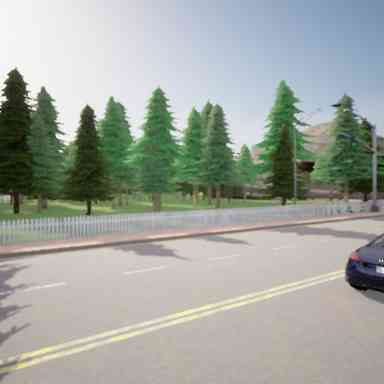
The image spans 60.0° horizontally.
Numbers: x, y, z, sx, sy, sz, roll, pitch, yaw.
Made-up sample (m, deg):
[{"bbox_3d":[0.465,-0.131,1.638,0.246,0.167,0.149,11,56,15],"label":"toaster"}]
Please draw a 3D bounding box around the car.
[{"bbox_3d":[5.388,1.480,7.610,4.181,1.385,1.994,-1,0,-35],"label":"car"}]
